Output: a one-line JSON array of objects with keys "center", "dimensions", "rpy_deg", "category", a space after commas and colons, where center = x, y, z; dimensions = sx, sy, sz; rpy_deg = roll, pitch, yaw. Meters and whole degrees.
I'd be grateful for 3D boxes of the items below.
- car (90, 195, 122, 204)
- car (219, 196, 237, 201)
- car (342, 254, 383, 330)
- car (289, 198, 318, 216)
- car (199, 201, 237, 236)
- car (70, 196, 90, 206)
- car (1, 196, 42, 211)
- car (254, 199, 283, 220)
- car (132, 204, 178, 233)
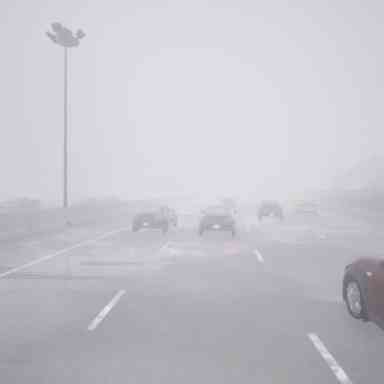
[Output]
[{"center": [-9.979, 1.179, 39.813], "dimensions": [1.882, 1.535, 5.008], "rpy_deg": [0, 0, 8], "category": "car"}, {"center": [4.300, 1.260, 39.569], "dimensions": [1.837, 1.490, 4.892], "rpy_deg": [0, 0, 8], "category": "car"}, {"center": [3.786, 1.336, 4.330], "dimensions": [2.097, 1.767, 4.553], "rpy_deg": [0, 0, 2], "category": "car"}, {"center": [10.144, 1.313, 30.539], "dimensions": [1.882, 1.535, 5.008], "rpy_deg": [0, 0, 8], "category": "car"}, {"center": [1.403, 1.414, 17.696], "dimensions": [1.812, 1.442, 4.674], "rpy_deg": [0, 0, 7], "category": "car"}, {"center": [-13.241, 1.225, 41.777], "dimensions": [2.033, 1.411, 5.357], "rpy_deg": [0, 0, 8], "category": "car"}, {"center": [-17.736, 1.198, 34.750], "dimensions": [2.128, 1.511, 4.902], "rpy_deg": [0, 0, 8], "category": "car"}, {"center": [6.056, 1.353, 26.368], "dimensions": [1.837, 1.490, 4.892], "rpy_deg": [0, 0, 8], "category": "car"}, {"center": [-1.999, 1.395, 18.663], "dimensions": [1.812, 1.442, 4.674], "rpy_deg": [0, 0, 7], "category": "car"}]
